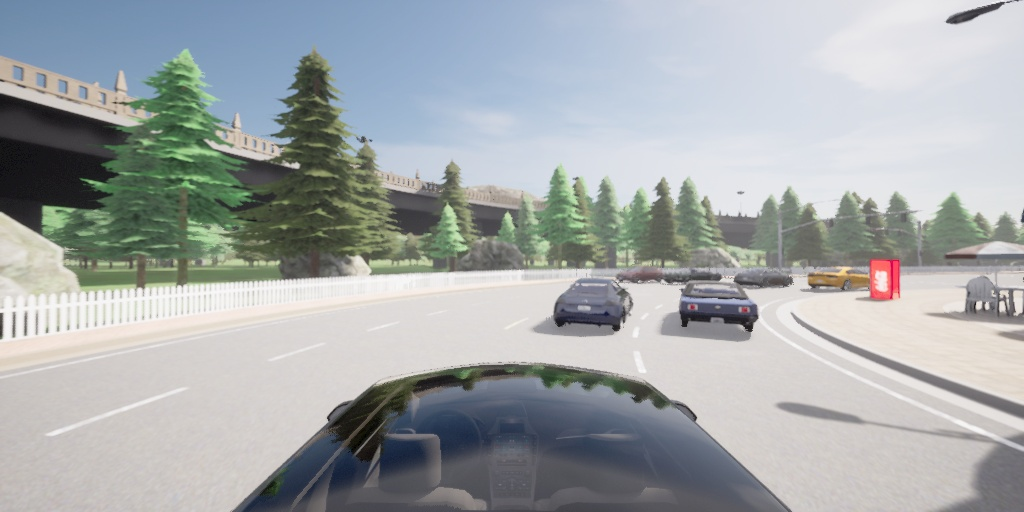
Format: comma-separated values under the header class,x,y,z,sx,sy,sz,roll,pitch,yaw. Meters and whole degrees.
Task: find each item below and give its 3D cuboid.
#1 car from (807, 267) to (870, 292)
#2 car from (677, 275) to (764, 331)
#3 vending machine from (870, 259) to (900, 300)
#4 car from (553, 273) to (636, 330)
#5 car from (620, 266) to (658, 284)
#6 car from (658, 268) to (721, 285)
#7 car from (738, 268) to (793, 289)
class,x,y,z,sx,sy,sz,roll,pitch,yaw
car,22.121,1.498,23.934,5.008,1.535,1.882,0,-1,-20
car,6.493,1.462,11.616,1.895,1.301,4.718,0,-1,26
vending machine,17.893,1.140,17.199,0.880,2.100,1.100,0,0,-30
car,2.769,1.416,11.715,1.994,1.385,4.181,0,0,23
car,10.947,1.577,30.591,4.674,1.442,1.812,0,-1,-29
car,14.300,1.642,28.519,4.718,1.301,1.895,0,-1,-26
car,18.360,1.594,26.167,4.181,1.385,1.994,0,-1,-23
